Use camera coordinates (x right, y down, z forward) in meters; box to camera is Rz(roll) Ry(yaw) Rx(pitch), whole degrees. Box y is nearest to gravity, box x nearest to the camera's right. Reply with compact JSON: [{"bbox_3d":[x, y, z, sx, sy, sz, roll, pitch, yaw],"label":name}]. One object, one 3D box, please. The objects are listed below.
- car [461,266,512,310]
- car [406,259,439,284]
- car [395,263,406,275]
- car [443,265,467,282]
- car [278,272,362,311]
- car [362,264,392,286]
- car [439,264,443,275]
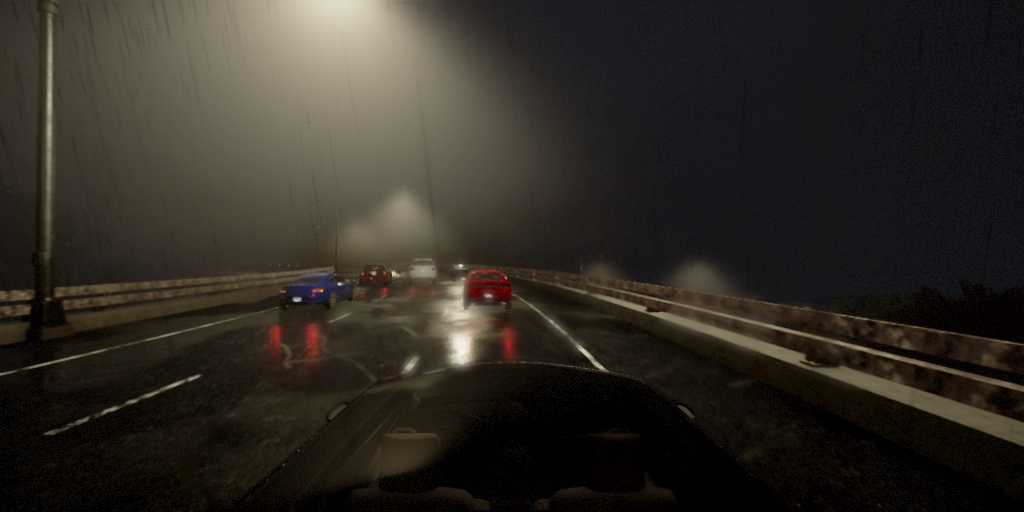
[{"bbox_3d":[-1.183,1.367,15.729,1.882,1.535,5.008,0,-1,-8],"label":"car"},{"bbox_3d":[-7.853,1.274,31.236,2.150,2.045,5.566,0,-1,-16],"label":"car"},{"bbox_3d":[-14.534,1.741,48.465,1.837,1.490,4.892,0,-1,-25],"label":"car"},{"bbox_3d":[-4.854,1.558,33.213,2.128,1.511,4.902,0,-1,-16],"label":"car"},{"bbox_3d":[-8.149,1.426,15.360,1.812,1.442,4.674,0,0,-8],"label":"car"},{"bbox_3d":[-10.942,1.391,29.006,2.097,1.767,4.553,0,-1,-15],"label":"car"},{"bbox_3d":[-10.502,1.703,48.093,1.882,1.535,5.008,0,0,-24],"label":"car"}]
